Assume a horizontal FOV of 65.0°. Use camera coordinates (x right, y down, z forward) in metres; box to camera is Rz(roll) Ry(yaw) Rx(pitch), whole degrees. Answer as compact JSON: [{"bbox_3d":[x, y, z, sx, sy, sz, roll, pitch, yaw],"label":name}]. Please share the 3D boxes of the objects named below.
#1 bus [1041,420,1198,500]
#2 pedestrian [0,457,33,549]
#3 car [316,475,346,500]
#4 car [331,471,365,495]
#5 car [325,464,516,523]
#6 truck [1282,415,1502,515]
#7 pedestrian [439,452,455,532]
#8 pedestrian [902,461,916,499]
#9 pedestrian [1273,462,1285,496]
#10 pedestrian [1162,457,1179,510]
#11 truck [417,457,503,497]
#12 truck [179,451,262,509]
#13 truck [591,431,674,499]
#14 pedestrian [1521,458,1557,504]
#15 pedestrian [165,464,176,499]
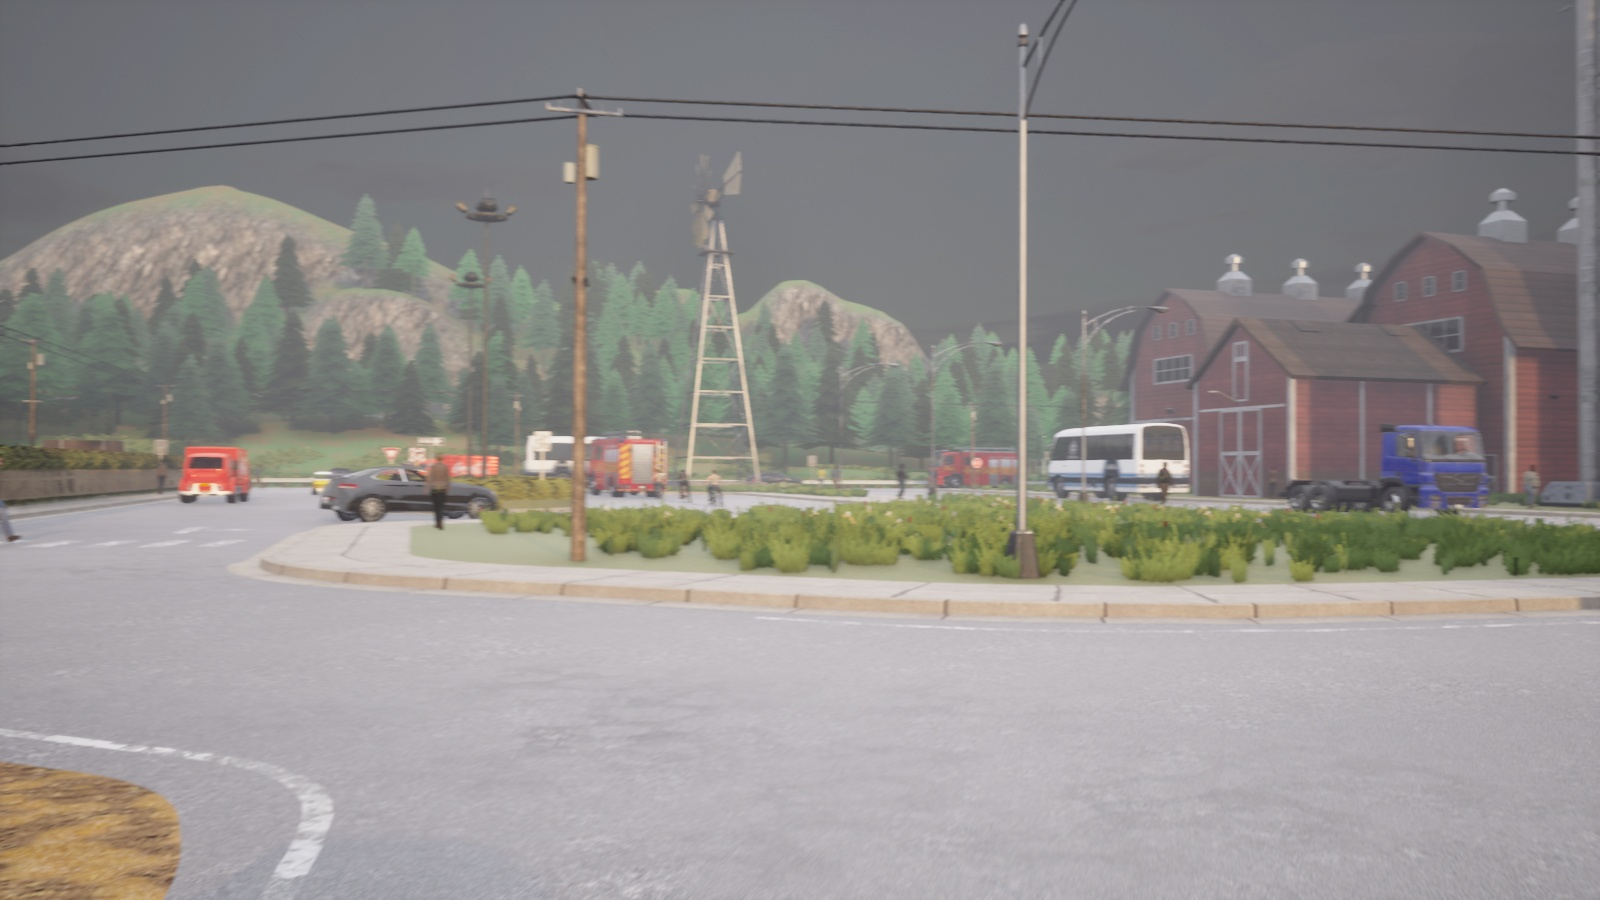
[{"bbox_3d":[18.129,0.624,72.317,3.944,4.253,10.273,0,-1,-18],"label":"bus"},{"bbox_3d":[-15.821,1.051,25.140,0.706,1.836,0.354,0,-1,-2],"label":"pedestrian"},{"bbox_3d":[-27.087,2.139,72.564,1.481,1.376,2.207,0,-1,-17],"label":"car"},{"bbox_3d":[-32.276,2.312,89.716,2.033,1.649,4.856,0,-1,-17],"label":"car"},{"bbox_3d":[-11.277,1.244,37.479,5.027,1.651,2.152,1,-1,-38],"label":"car"},{"bbox_3d":[22.220,0.598,47.760,2.891,3.462,7.936,0,-1,-18],"label":"truck"},{"bbox_3d":[-8.244,0.978,29.320,0.331,1.846,0.634,0,-1,-18],"label":"pedestrian"},{"bbox_3d":[5.537,1.535,63.798,0.402,1.930,0.666,1,-1,-39],"label":"pedestrian"},{"bbox_3d":[25.859,1.558,67.765,0.328,1.805,0.869,-1,-1,39],"label":"pedestrian"},{"bbox_3d":[13.514,1.217,45.776,0.395,1.930,0.692,0,-1,-2],"label":"pedestrian"},{"bbox_3d":[-21.715,1.729,80.323,5.204,2.467,2.627,1,-1,-15],"label":"truck"},{"bbox_3d":[-25.697,1.314,55.888,2.627,2.467,5.204,0,-1,-17],"label":"truck"},{"bbox_3d":[-10.133,0.933,75.037,2.891,3.827,8.468,0,-1,-22],"label":"truck"},{"bbox_3d":[30.437,1.281,51.706,0.874,1.855,0.900,0,-1,-13],"label":"pedestrian"},{"bbox_3d":[-32.677,1.625,65.181,0.328,1.805,0.869,0,-1,-17],"label":"pedestrian"}]
